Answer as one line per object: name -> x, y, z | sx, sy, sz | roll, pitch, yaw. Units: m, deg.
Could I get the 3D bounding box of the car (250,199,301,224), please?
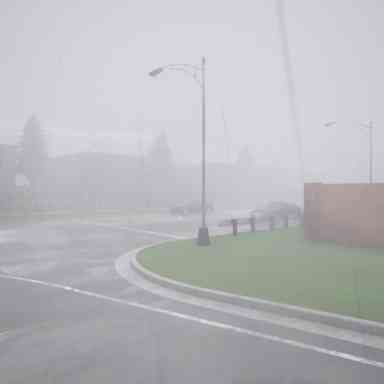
car -> 6.324, 1.491, 24.860 | 4.902, 1.511, 2.128 | 0, 0, -42

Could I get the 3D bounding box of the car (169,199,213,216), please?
car -> -0.054, 1.478, 33.258 | 5.008, 1.535, 1.882 | 0, 0, -42

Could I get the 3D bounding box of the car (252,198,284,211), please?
car -> 9.695, 1.562, 42.183 | 4.181, 1.385, 1.994 | 0, 0, -43
